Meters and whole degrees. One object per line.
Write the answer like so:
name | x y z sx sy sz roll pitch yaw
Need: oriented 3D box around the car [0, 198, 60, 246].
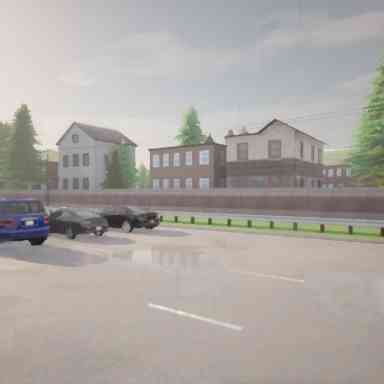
car | -8.293 1.255 14.084 5.566 2.045 2.150 0 0 36

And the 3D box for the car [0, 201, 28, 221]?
car | -16.415 1.561 28.476 5.357 1.411 2.033 0 0 36

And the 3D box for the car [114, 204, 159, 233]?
car | -4.204 1.482 19.765 5.008 1.535 1.882 0 0 36

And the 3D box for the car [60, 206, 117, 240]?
car | -6.236 1.530 16.916 4.674 1.442 1.812 0 0 36
